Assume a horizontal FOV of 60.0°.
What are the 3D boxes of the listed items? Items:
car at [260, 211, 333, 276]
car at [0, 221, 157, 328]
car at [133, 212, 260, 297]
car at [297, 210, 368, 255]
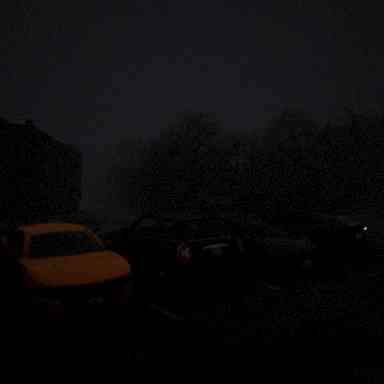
[{"bbox_3d":[1.570,1.437,10.530,2.163,1.488,4.792,-1,0,-35],"label":"car"},{"bbox_3d":[-2.981,1.468,7.326,2.097,1.535,5.008,0,0,-36],"label":"car"},{"bbox_3d":[-0.698,1.316,8.910,2.185,1.767,4.553,-1,0,-36],"label":"car"},{"bbox_3d":[3.802,1.403,12.195,2.163,1.488,4.792,-1,1,-36],"label":"car"}]
